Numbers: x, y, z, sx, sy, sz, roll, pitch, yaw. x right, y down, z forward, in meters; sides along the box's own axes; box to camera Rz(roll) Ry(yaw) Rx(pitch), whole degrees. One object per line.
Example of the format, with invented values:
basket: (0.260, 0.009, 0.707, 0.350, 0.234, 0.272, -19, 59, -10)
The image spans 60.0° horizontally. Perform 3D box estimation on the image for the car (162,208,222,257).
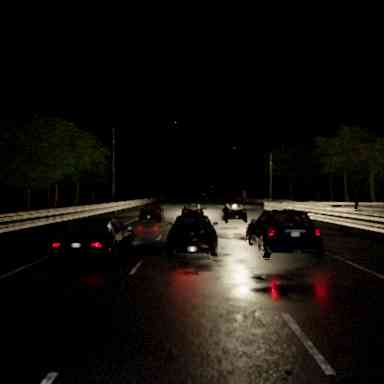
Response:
car: (0.032, 1.645, 13.479, 1.837, 1.490, 4.892, 0, 0, 1)

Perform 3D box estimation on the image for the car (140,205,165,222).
car: (-3.453, 1.811, 28.882, 1.812, 1.442, 4.674, 0, 0, 1)

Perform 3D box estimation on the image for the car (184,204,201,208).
car: (0.043, 1.775, 28.488, 2.128, 1.511, 4.902, 0, 0, 0)

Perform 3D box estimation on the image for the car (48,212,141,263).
car: (-3.479, 1.676, 12.522, 2.033, 1.411, 5.357, 0, -1, 0)

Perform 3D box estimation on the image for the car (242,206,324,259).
car: (3.533, 1.488, 13.418, 2.097, 1.767, 4.553, 0, -1, 0)

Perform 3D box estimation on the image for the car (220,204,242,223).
car: (3.543, 1.774, 28.485, 2.128, 1.511, 4.902, 0, 0, 0)
